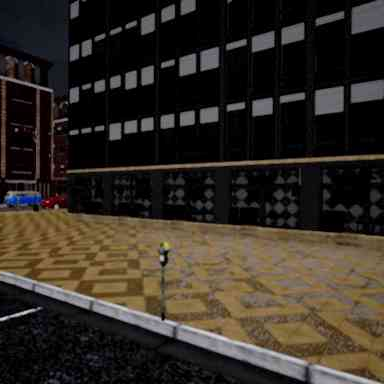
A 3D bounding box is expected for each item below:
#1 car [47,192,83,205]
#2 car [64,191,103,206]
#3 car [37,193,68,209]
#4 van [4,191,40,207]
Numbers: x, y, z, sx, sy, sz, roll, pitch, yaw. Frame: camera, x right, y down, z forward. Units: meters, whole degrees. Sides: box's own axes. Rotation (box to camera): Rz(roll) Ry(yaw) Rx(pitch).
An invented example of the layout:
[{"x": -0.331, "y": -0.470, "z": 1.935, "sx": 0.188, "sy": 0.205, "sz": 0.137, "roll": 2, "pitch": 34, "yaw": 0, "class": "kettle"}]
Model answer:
[{"x": -16.926, "y": 0.855, "z": 44.338, "sx": 1.967, "sy": 1.590, "sz": 4.097, "roll": 1, "pitch": 2, "yaw": 35, "class": "car"}, {"x": -14.268, "y": 0.771, "z": 43.852, "sx": 2.097, "sy": 1.767, "sz": 4.553, "roll": 1, "pitch": 1, "yaw": 35, "class": "car"}, {"x": -13.684, "y": 1.090, "z": 35.215, "sx": 1.887, "sy": 1.381, "sz": 4.507, "roll": 1, "pitch": 1, "yaw": 35, "class": "car"}, {"x": -20.161, "y": 0.826, "z": 39.696, "sx": 1.690, "sy": 1.788, "sz": 3.998, "roll": 1, "pitch": 2, "yaw": 35, "class": "van"}]
